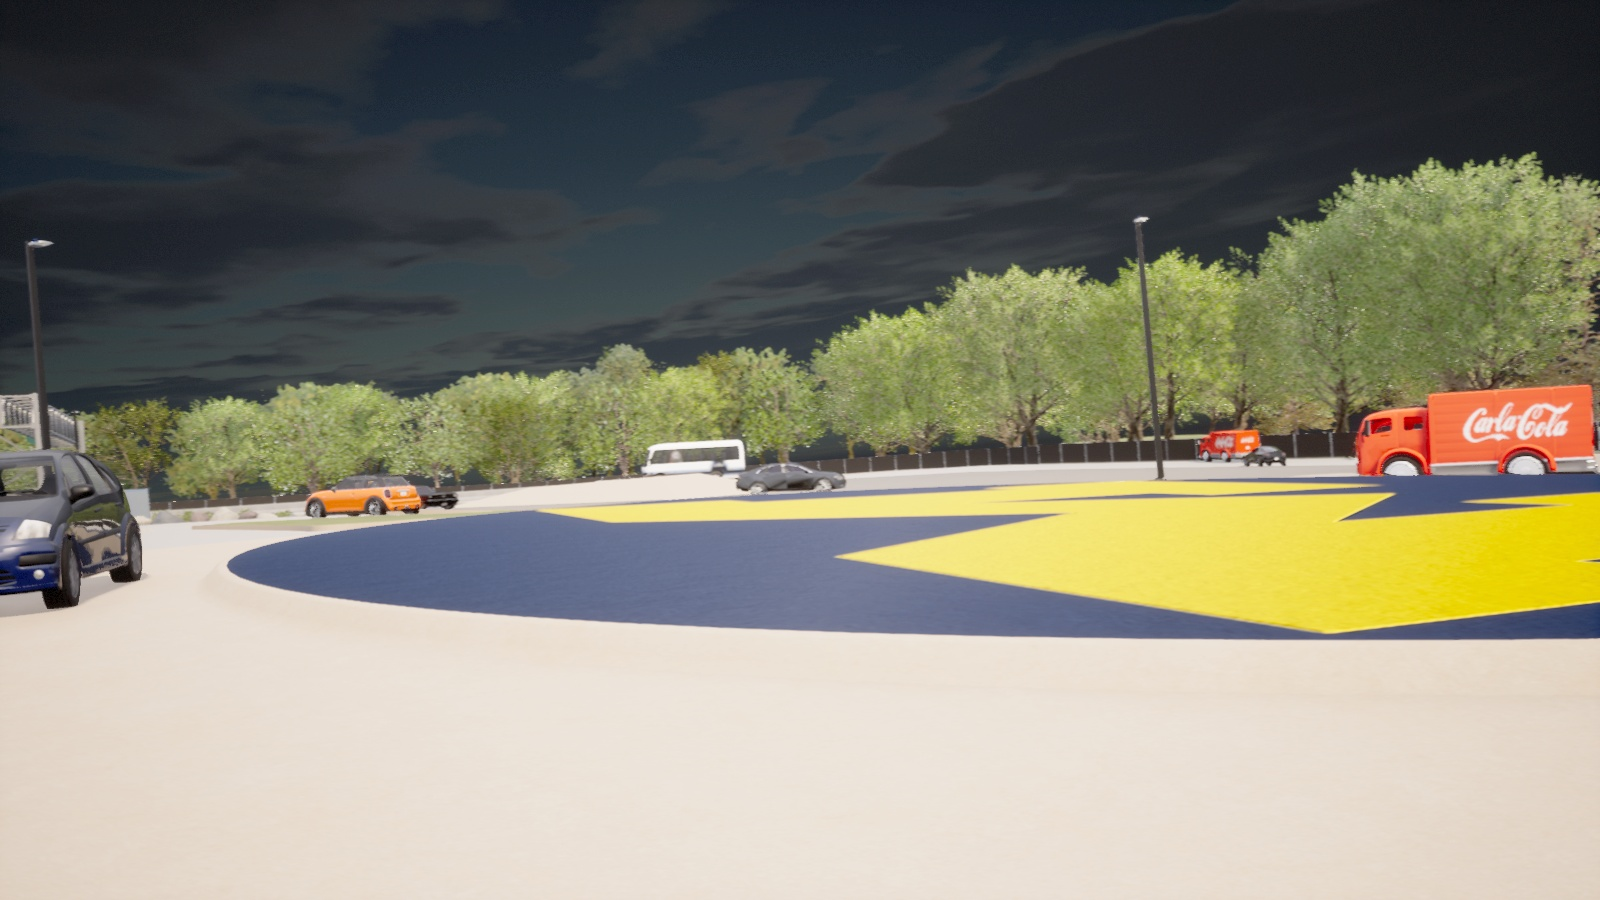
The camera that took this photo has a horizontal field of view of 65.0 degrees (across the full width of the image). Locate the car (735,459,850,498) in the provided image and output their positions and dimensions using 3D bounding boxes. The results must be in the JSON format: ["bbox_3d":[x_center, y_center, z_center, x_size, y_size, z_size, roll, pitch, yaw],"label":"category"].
[{"bbox_3d":[-0.289,1.245,55.391,4.902,1.511,2.128,-2,-1,3],"label":"car"}]

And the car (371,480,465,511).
[{"bbox_3d":[-18.667,2.231,61.266,4.718,1.301,1.895,-3,-1,36],"label":"car"}]

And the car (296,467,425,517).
[{"bbox_3d":[-17.171,1.641,49.076,4.553,1.767,2.097,-2,0,25],"label":"car"}]

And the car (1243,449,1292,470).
[{"bbox_3d":[33.363,0.679,89.811,1.812,1.442,4.674,-1,-1,1],"label":"car"}]

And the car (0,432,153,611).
[{"bbox_3d":[-8.383,0.709,13.352,1.851,1.617,3.988,-4,1,-16],"label":"car"}]

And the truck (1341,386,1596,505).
[{"bbox_3d":[16.385,0.003,30.861,5.204,2.467,2.627,-3,-7,34],"label":"truck"}]
